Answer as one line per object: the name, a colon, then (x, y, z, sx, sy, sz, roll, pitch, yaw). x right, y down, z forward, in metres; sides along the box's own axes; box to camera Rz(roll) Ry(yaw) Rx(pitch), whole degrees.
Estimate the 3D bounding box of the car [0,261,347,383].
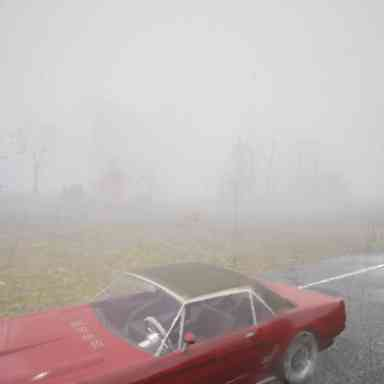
car: (-0.364, 1.601, 3.749, 4.718, 1.301, 1.895, 0, 0, -36)
